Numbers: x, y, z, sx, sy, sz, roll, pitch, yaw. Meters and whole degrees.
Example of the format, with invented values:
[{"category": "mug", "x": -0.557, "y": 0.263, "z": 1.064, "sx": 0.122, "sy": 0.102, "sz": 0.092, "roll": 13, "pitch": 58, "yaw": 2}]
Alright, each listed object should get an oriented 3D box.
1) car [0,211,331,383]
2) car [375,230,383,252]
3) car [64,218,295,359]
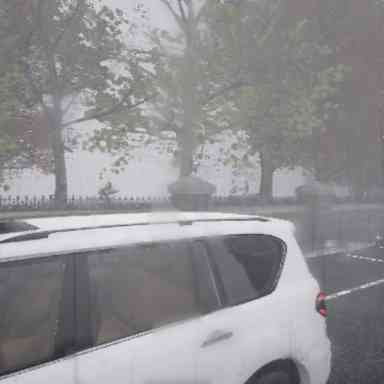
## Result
[{"category": "car", "x": -1.259, "y": 1.223, "z": 2.480, "sx": 5.566, "sy": 2.045, "sz": 2.150, "roll": 0, "pitch": 0, "yaw": -36}, {"category": "car", "x": 8.861, "y": 1.637, "z": 12.977, "sx": 4.403, "sy": 1.369, "sz": 2.008, "roll": 0, "pitch": 0, "yaw": -36}, {"category": "car", "x": -0.108, "y": 1.461, "z": 6.480, "sx": 4.097, "sy": 1.590, "sz": 1.967, "roll": 0, "pitch": 0, "yaw": -36}]
